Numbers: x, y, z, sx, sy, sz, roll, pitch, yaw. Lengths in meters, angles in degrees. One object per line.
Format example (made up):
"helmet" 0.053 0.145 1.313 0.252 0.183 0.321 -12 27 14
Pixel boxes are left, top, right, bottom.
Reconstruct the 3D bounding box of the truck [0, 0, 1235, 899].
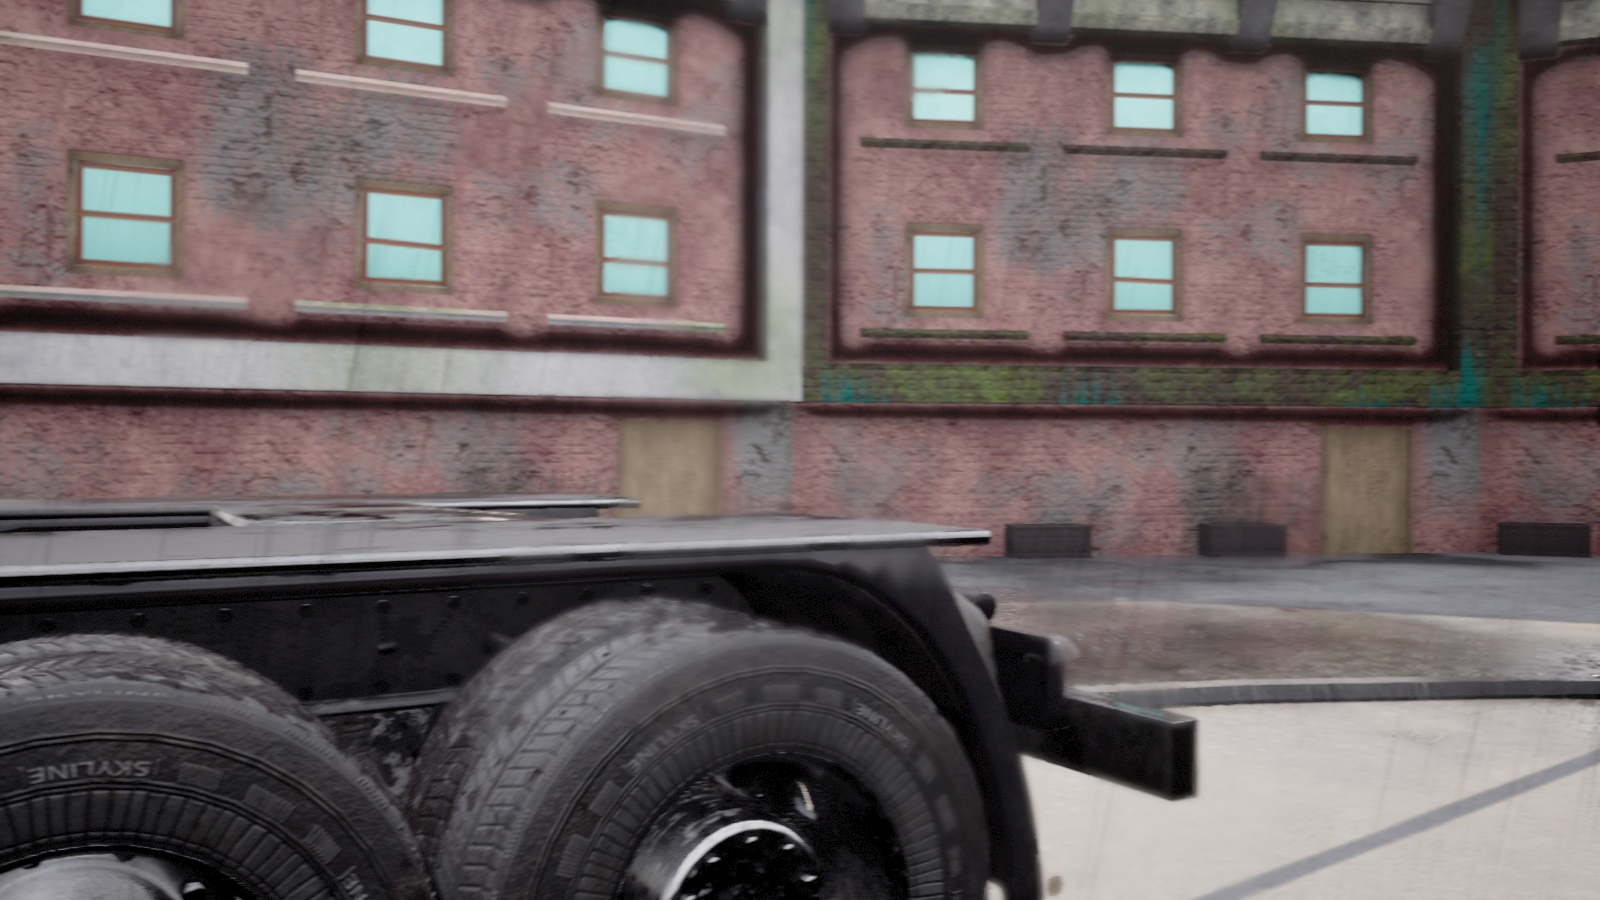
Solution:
"truck" -3.125 -0.236 2.196 7.936 3.462 2.891 0 0 -31
